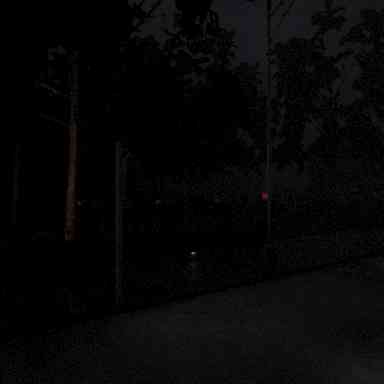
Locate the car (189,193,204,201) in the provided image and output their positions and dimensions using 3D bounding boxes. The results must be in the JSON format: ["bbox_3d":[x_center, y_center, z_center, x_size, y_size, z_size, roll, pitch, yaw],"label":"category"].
[{"bbox_3d":[0.227,1.251,63.432,2.150,2.045,5.566,0,0,-36],"label":"car"}]
